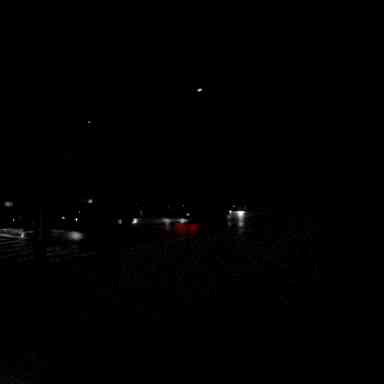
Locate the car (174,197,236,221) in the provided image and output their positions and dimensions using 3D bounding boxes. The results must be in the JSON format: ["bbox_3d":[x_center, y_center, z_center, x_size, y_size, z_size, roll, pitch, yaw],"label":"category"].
[{"bbox_3d":[1.128,1.393,25.954,2.128,1.511,4.902,0,0,35],"label":"car"}]

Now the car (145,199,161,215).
[{"bbox_3d":[-4.117,1.389,30.139,1.882,1.535,5.008,0,0,35],"label":"car"}]

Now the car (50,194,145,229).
[{"bbox_3d":[-5.999,1.160,21.877,2.150,2.045,5.566,0,0,35],"label":"car"}]

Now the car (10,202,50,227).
[{"bbox_3d":[-9.584,1.456,22.446,1.837,1.490,4.892,0,0,35],"label":"car"}]

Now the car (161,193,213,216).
[{"bbox_3d":[0.005,1.116,30.326,2.150,2.045,5.566,0,0,35],"label":"car"}]

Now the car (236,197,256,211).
[{"bbox_3d":[6.070,1.355,38.850,1.837,1.490,4.892,0,0,36],"label":"car"}]
